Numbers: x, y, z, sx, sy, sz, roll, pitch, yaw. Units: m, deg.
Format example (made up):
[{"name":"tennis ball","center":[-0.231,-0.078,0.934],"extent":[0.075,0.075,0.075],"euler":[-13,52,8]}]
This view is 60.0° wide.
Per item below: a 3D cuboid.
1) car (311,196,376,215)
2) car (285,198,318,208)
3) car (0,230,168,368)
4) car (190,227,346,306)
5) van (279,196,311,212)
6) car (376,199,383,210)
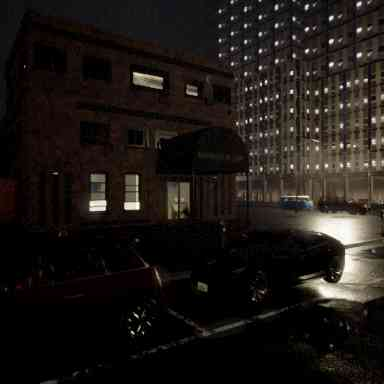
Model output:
[{"name":"car","center":[14.896,1.306,33.045],"extent":[2.192,1.841,5.009],"euler":[0,0,-35]},{"name":"car","center":[15.432,1.512,46.930],"extent":[1.802,1.307,4.206],"euler":[0,0,-35]},{"name":"car","center":[-2.475,1.440,4.802],"extent":[4.097,1.590,1.967],"euler":[0,0,-35]},{"name":"car","center":[1.988,1.565,8.056],"extent":[4.313,1.339,1.947],"euler":[0,0,-35]},{"name":"van","center":[11.726,1.324,37.590],"extent":[1.690,1.788,3.998],"euler":[0,0,-35]},{"name":"car","center":[21.771,1.497,37.840],"extent":[2.008,1.369,4.403],"euler":[0,0,-35]}]
